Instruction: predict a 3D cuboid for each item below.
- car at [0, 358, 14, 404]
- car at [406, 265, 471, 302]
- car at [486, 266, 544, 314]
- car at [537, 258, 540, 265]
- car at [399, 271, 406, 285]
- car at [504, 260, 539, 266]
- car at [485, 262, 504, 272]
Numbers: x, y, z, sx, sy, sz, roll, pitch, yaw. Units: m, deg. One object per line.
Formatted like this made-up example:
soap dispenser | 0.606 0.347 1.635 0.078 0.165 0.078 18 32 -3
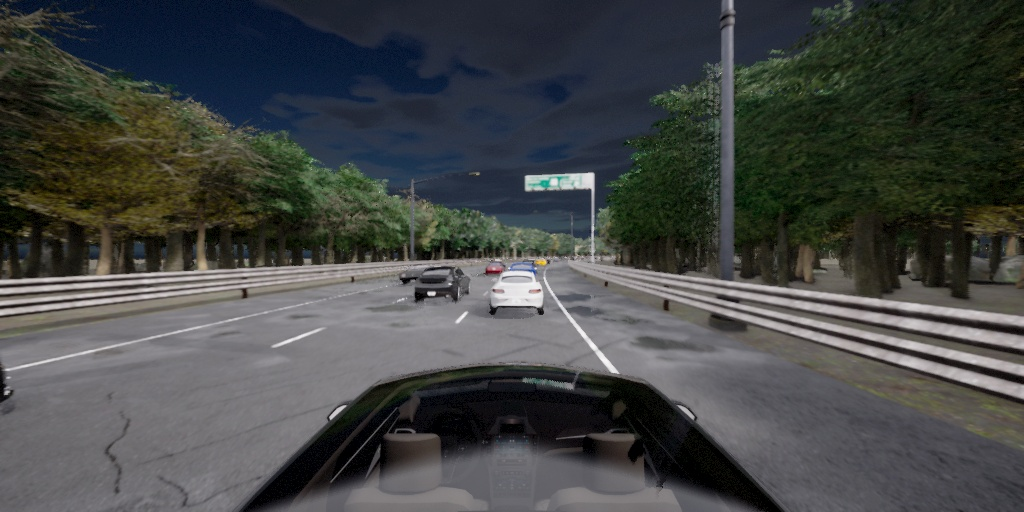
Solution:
car | -6.895 1.225 2.171 2.128 1.511 4.902 0 0 0
car | -3.120 1.242 16.785 1.837 1.490 4.892 0 0 2
car | 0.208 1.272 13.653 1.812 1.442 4.674 0 0 2
car | 1.922 1.233 40.799 1.837 1.490 4.892 0 0 5
car | -6.261 1.308 25.371 1.895 1.301 4.718 0 0 3
car | 0.721 1.218 25.131 1.882 1.535 5.008 0 0 3
car | -1.670 1.286 39.129 1.994 1.385 4.181 0 0 5
